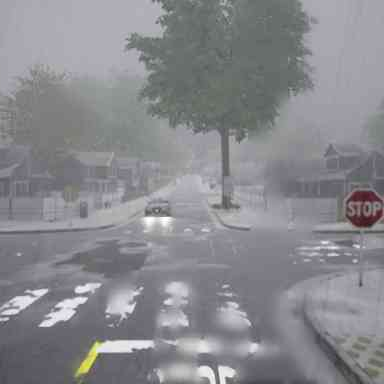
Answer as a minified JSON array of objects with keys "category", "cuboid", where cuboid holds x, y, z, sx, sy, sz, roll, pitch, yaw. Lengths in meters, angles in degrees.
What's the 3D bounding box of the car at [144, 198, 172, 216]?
[{"category":"car","cuboid":[-2.699,1.184,27.356,1.994,1.385,4.181,0,2,0]}]
